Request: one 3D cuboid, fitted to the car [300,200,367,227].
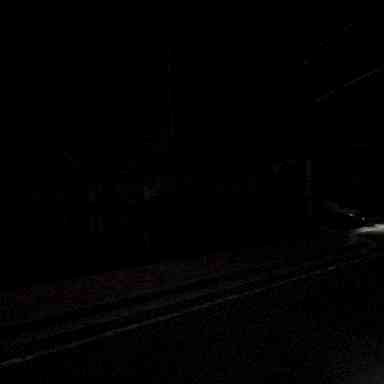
[{"bbox_3d":[7.781,1.185,19.703,1.812,1.442,4.674,-2,1,-37],"label":"car"}]
